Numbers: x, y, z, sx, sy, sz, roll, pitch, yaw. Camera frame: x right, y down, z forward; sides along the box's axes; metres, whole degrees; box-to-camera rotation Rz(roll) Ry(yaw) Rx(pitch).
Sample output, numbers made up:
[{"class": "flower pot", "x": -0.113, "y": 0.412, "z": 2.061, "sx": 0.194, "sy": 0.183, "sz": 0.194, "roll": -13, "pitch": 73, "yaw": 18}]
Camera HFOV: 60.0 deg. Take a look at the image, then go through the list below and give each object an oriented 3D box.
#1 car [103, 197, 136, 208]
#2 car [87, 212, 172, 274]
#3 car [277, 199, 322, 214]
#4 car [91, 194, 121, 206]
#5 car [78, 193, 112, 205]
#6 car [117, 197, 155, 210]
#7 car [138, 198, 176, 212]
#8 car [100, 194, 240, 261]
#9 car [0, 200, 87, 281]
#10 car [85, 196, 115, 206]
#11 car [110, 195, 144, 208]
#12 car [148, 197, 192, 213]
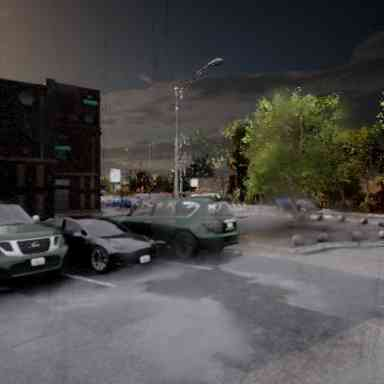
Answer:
[{"class": "car", "x": -10.914, "y": 1.507, "z": 50.402, "sx": 2.002, "sy": 1.452, "sz": 4.674, "roll": -1, "pitch": 0, "yaw": 36}, {"class": "car", "x": -3.295, "y": 1.511, "z": 10.711, "sx": 4.792, "sy": 1.488, "sz": 2.163, "roll": -1, "pitch": -1, "yaw": 34}, {"class": "car", "x": 11.066, "y": 1.455, "z": 34.653, "sx": 2.128, "sy": 1.511, "sz": 4.902, "roll": 0, "pitch": 0, "yaw": -33}, {"class": "car", "x": -14.240, "y": 1.345, "z": 55.408, "sx": 2.185, "sy": 1.767, "sz": 4.553, "roll": 0, "pitch": 1, "yaw": 36}, {"class": "car", "x": -17.600, "y": 1.227, "z": 60.397, "sx": 2.435, "sy": 2.045, "sz": 5.566, "roll": -1, "pitch": 0, "yaw": 36}, {"class": "car", "x": -7.550, "y": 1.464, "z": 45.421, "sx": 2.097, "sy": 1.535, "sz": 5.008, "roll": 0, "pitch": 1, "yaw": 36}, {"class": "car", "x": -4.202, "y": 1.503, "z": 40.438, "sx": 2.002, "sy": 1.452, "sz": 4.674, "roll": -1, "pitch": 0, "yaw": 36}, {"class": "car", "x": -0.944, "y": 1.227, "z": 12.438, "sx": 5.566, "sy": 2.045, "sz": 2.435, "roll": -1, "pitch": 0, "yaw": 35}, {"class": "car", "x": -5.708, "y": 1.235, "z": 8.984, "sx": 5.566, "sy": 2.045, "sz": 2.435, "roll": -1, "pitch": -1, "yaw": 35}, {"class": "car", "x": -15.925, "y": 1.504, "z": 57.907, "sx": 2.163, "sy": 1.488, "sz": 4.792, "roll": -1, "pitch": 0, "yaw": 36}, {"class": "car", "x": -9.262, "y": 1.340, "z": 47.888, "sx": 2.185, "sy": 1.767, "sz": 4.553, "roll": -1, "pitch": 0, "yaw": 36}, {"class": "car", "x": -2.405, "y": 1.456, "z": 38.103, "sx": 1.946, "sy": 1.575, "sz": 5.366, "roll": -1, "pitch": 0, "yaw": 36}]
